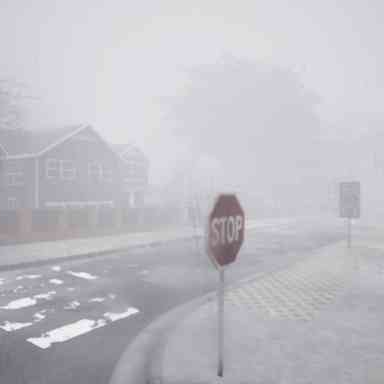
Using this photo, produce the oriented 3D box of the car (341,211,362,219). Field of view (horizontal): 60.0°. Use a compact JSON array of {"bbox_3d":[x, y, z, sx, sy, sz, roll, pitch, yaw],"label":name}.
[{"bbox_3d":[20.344,2.678,42.423,2.033,1.411,5.357,1,-1,36],"label":"car"}]
